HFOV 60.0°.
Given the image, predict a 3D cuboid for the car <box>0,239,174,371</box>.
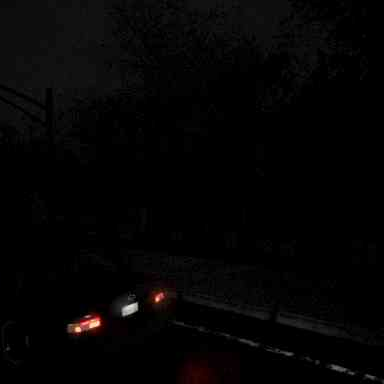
[{"bbox_3d":[-2.834,1.547,5.712,5.357,1.411,2.033,0,0,36],"label":"car"}]
